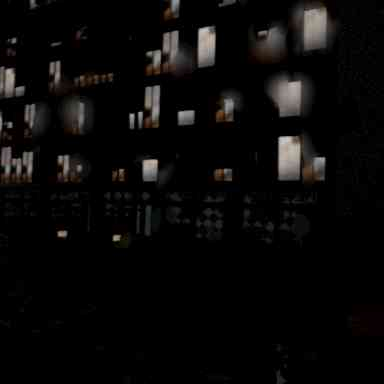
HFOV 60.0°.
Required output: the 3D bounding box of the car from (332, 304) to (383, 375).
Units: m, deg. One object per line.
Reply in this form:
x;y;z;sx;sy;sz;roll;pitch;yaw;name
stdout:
4.284;1.820;3.960;4.829;1.417;1.752;1;-3;24;car
